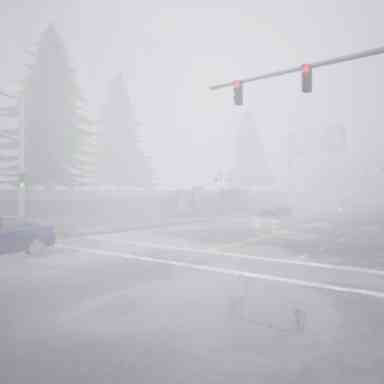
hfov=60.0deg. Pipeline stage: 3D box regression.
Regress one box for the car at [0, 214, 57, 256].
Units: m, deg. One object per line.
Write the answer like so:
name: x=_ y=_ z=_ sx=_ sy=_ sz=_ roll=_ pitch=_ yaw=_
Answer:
car: x=-7.299 y=1.578 z=11.597 sx=1.882 sy=1.535 sz=5.008 roll=-1 pitch=0 yaw=37

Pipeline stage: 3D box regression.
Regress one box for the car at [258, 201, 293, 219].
car: x=8.018 y=1.662 z=31.762 sx=1.882 sy=1.535 sz=5.008 roll=0 pitch=0 yaw=37

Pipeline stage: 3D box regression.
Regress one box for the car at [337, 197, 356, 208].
car: x=25.515 y=1.637 z=54.807 sx=2.097 sy=1.767 sz=4.553 roll=0 pitch=0 yaw=37
